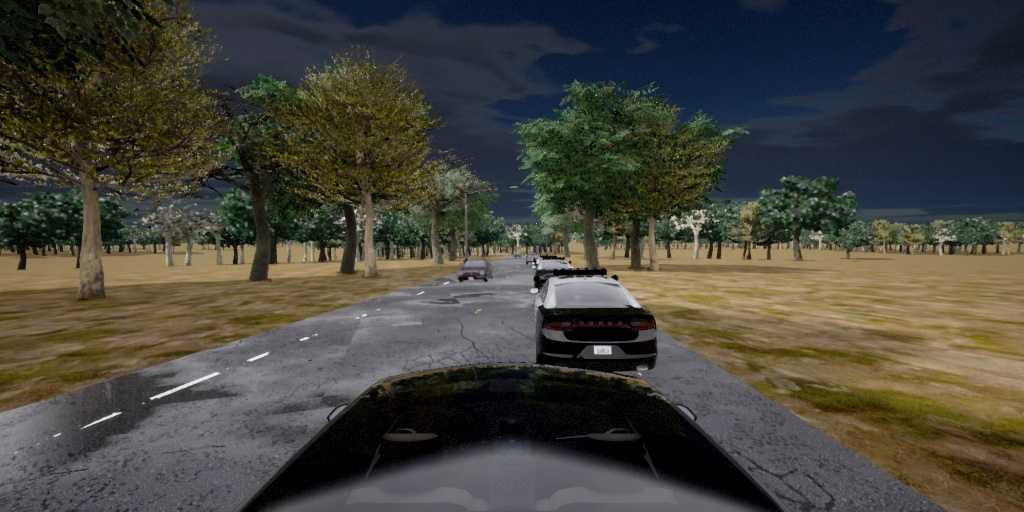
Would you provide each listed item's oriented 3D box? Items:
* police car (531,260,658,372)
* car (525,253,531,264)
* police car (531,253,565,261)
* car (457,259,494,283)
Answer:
[{"bbox_3d":[1.429,1.070,7.653,1.930,1.638,5.238,-1,1,3],"label":"police car"},{"bbox_3d":[2.894,0.433,50.510,2.033,1.411,5.357,0,1,3],"label":"car"},{"bbox_3d":[2.020,0.851,17.644,1.930,1.638,5.238,1,1,3],"label":"police car"},{"bbox_3d":[-2.289,0.928,23.903,2.033,1.411,5.357,0,1,3],"label":"car"}]
